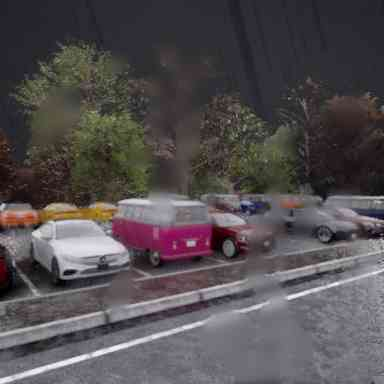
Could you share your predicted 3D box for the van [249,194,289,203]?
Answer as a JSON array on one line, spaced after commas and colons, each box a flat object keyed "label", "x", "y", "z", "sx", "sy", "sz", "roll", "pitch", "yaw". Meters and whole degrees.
[{"label": "van", "x": 7.033, "y": 1.235, "z": 33.264, "sx": 1.878, "sy": 1.987, "sz": 4.442, "roll": 0, "pitch": 0, "yaw": -36}]

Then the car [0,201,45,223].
[{"label": "car", "x": -10.907, "y": 1.355, "z": 20.508, "sx": 2.185, "sy": 1.767, "sz": 4.553, "roll": 0, "pitch": 0, "yaw": -36}]

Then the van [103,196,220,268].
[{"label": "van", "x": -1.278, "y": 1.251, "z": 11.500, "sx": 1.878, "sy": 1.987, "sz": 4.442, "roll": 0, "pitch": 0, "yaw": -36}]

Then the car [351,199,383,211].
[{"label": "car", "x": 25.083, "y": 1.784, "z": 46.340, "sx": 2.097, "sy": 1.535, "sz": 5.008, "roll": 1, "pitch": -1, "yaw": -36}]

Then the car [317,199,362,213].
[{"label": "car", "x": 18.328, "y": 1.704, "z": 41.502, "sx": 2.002, "sy": 1.452, "sz": 4.674, "roll": 1, "pitch": -1, "yaw": -36}]

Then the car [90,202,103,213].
[{"label": "car", "x": -6.419, "y": 1.472, "z": 23.758, "sx": 2.097, "sy": 1.535, "sz": 5.008, "roll": 0, "pitch": 0, "yaw": -36}]

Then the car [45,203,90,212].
[{"label": "car", "x": -8.772, "y": 1.476, "z": 22.071, "sx": 2.097, "sy": 1.535, "sz": 5.008, "roll": 0, "pitch": 0, "yaw": -36}]

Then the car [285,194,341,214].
[{"label": "car", "x": 13.742, "y": 1.331, "z": 38.182, "sx": 2.435, "sy": 2.045, "sz": 5.566, "roll": 1, "pitch": -1, "yaw": -36}]

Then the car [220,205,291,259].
[{"label": "car", "x": 1.044, "y": 1.472, "z": 13.028, "sx": 2.097, "sy": 1.535, "sz": 5.008, "roll": 0, "pitch": 0, "yaw": -36}]

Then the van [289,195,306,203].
[{"label": "van", "x": 9.257, "y": 1.277, "z": 35.145, "sx": 1.878, "sy": 1.987, "sz": 4.442, "roll": 1, "pitch": -1, "yaw": -36}]

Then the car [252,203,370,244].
[{"label": "car", "x": 5.576, "y": 1.493, "z": 16.233, "sx": 2.163, "sy": 1.488, "sz": 4.792, "roll": 0, "pitch": 0, "yaw": -36}]

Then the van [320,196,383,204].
[{"label": "van", "x": 10.140, "y": 1.229, "z": 19.398, "sx": 1.878, "sy": 1.987, "sz": 4.442, "roll": 0, "pitch": 0, "yaw": -36}]

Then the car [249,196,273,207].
[{"label": "car", "x": 4.832, "y": 1.450, "z": 31.836, "sx": 2.097, "sy": 1.535, "sz": 5.008, "roll": 0, "pitch": 0, "yaw": -36}]

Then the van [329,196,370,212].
[{"label": "van", "x": 20.411, "y": 1.477, "z": 43.141, "sx": 1.878, "sy": 1.987, "sz": 4.442, "roll": 1, "pitch": -1, "yaw": -36}]

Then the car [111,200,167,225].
[{"label": "car", "x": -4.167, "y": 1.469, "z": 25.372, "sx": 2.231, "sy": 1.521, "sz": 4.892, "roll": 0, "pitch": 0, "yaw": -36}]

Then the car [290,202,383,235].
[{"label": "car", "x": 7.815, "y": 1.499, "z": 17.878, "sx": 2.002, "sy": 1.452, "sz": 4.674, "roll": 0, "pitch": 0, "yaw": -36}]

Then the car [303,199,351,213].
[{"label": "car", "x": 16.078, "y": 1.624, "z": 39.885, "sx": 2.097, "sy": 1.535, "sz": 5.008, "roll": 1, "pitch": -1, "yaw": -36}]

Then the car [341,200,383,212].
[{"label": "car", "x": 22.726, "y": 1.783, "z": 44.660, "sx": 2.002, "sy": 1.452, "sz": 4.674, "roll": 1, "pitch": -1, "yaw": -36}]

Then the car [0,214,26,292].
[{"label": "car", "x": -5.739, "y": 1.515, "z": 8.195, "sx": 2.163, "sy": 1.488, "sz": 4.792, "roll": 0, "pitch": 0, "yaw": -36}]

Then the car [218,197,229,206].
[{"label": "car", "x": 0.441, "y": 1.456, "z": 28.455, "sx": 1.946, "sy": 1.575, "sz": 5.366, "roll": 0, "pitch": 0, "yaw": -36}]

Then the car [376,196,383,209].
[{"label": "car", "x": 31.854, "y": 1.654, "z": 51.166, "sx": 2.435, "sy": 2.045, "sz": 5.566, "roll": 1, "pitch": -1, "yaw": -36}]

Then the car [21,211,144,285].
[{"label": "car", "x": -3.467, "y": 1.521, "z": 9.790, "sx": 2.002, "sy": 1.452, "sz": 4.674, "roll": 0, "pitch": 0, "yaw": -36}]

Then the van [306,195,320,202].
[{"label": "van", "x": 11.406, "y": 1.316, "z": 36.686, "sx": 1.878, "sy": 1.987, "sz": 4.442, "roll": 1, "pitch": -1, "yaw": -36}]

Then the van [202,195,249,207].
[{"label": "van", "x": 2.651, "y": 1.229, "z": 30.123, "sx": 1.878, "sy": 1.987, "sz": 4.442, "roll": 0, "pitch": 0, "yaw": -36}]

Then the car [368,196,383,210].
[{"label": "car", "x": 29.603, "y": 1.614, "z": 49.552, "sx": 2.435, "sy": 2.045, "sz": 5.566, "roll": 1, "pitch": -1, "yaw": -36}]
